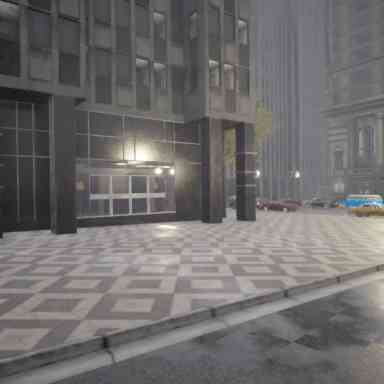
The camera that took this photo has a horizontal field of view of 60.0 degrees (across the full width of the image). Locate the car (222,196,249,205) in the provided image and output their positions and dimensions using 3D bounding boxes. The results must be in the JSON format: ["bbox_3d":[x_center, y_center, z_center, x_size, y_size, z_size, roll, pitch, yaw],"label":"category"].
[{"bbox_3d":[7.254,1.383,56.263,2.008,1.369,4.403,-1,1,-36],"label":"car"}]

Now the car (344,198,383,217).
[{"bbox_3d":[16.261,1.572,29.196,1.752,1.417,4.829,-1,1,-36],"label":"car"}]

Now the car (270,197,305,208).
[{"bbox_3d":[13.588,1.405,47.482,1.887,1.381,4.507,-1,1,-36],"label":"car"}]

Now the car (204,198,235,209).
[{"bbox_3d":[3.788,1.536,46.498,2.008,1.369,4.403,-1,1,-36],"label":"car"}]

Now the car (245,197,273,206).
[{"bbox_3d":[10.421,1.428,51.873,1.802,1.307,4.206,-1,1,-36],"label":"car"}]

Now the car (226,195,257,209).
[{"bbox_3d":[6.880,1.315,42.206,2.192,1.841,5.009,-1,1,-36],"label":"car"}]

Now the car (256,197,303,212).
[{"bbox_3d":[9.977,1.560,37.919,1.887,1.381,4.507,-1,1,-36],"label":"car"}]

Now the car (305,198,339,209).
[{"bbox_3d":[16.755,1.442,43.092,1.947,1.339,4.313,-1,1,-36],"label":"car"}]

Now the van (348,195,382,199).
[{"bbox_3d":[19.920,1.233,38.700,1.690,1.788,3.998,-1,1,-36],"label":"van"}]
